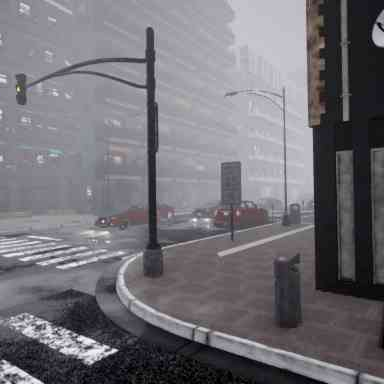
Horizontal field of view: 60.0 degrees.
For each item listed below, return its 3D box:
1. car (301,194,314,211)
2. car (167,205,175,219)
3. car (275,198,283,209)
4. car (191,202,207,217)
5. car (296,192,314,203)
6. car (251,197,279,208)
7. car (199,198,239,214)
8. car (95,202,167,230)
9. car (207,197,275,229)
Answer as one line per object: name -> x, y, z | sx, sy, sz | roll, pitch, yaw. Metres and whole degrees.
car -> 12.923, 1.196, 33.542 | 1.947, 1.339, 4.313 | -1, 0, 36
car -> -3.204, 1.459, 25.779 | 1.887, 1.381, 4.507 | -1, 0, 36
car -> 8.393, 1.286, 37.155 | 2.033, 1.411, 5.357 | -1, 0, 36
car -> 2.151, 1.369, 28.594 | 2.033, 1.411, 5.357 | -1, 0, 36
car -> 19.479, 0.932, 56.793 | 2.192, 1.841, 5.009 | -1, 0, 36
car -> 9.482, 1.311, 43.053 | 1.947, 1.339, 4.313 | -1, 0, 36
car -> 2.815, 1.384, 33.893 | 2.008, 1.369, 4.403 | -1, 0, 36
car -> -3.843, 1.465, 20.358 | 1.994, 1.385, 4.181 | -1, 0, 36
car -> 3.013, 1.201, 19.740 | 1.967, 1.590, 4.097 | -1, 0, 36
